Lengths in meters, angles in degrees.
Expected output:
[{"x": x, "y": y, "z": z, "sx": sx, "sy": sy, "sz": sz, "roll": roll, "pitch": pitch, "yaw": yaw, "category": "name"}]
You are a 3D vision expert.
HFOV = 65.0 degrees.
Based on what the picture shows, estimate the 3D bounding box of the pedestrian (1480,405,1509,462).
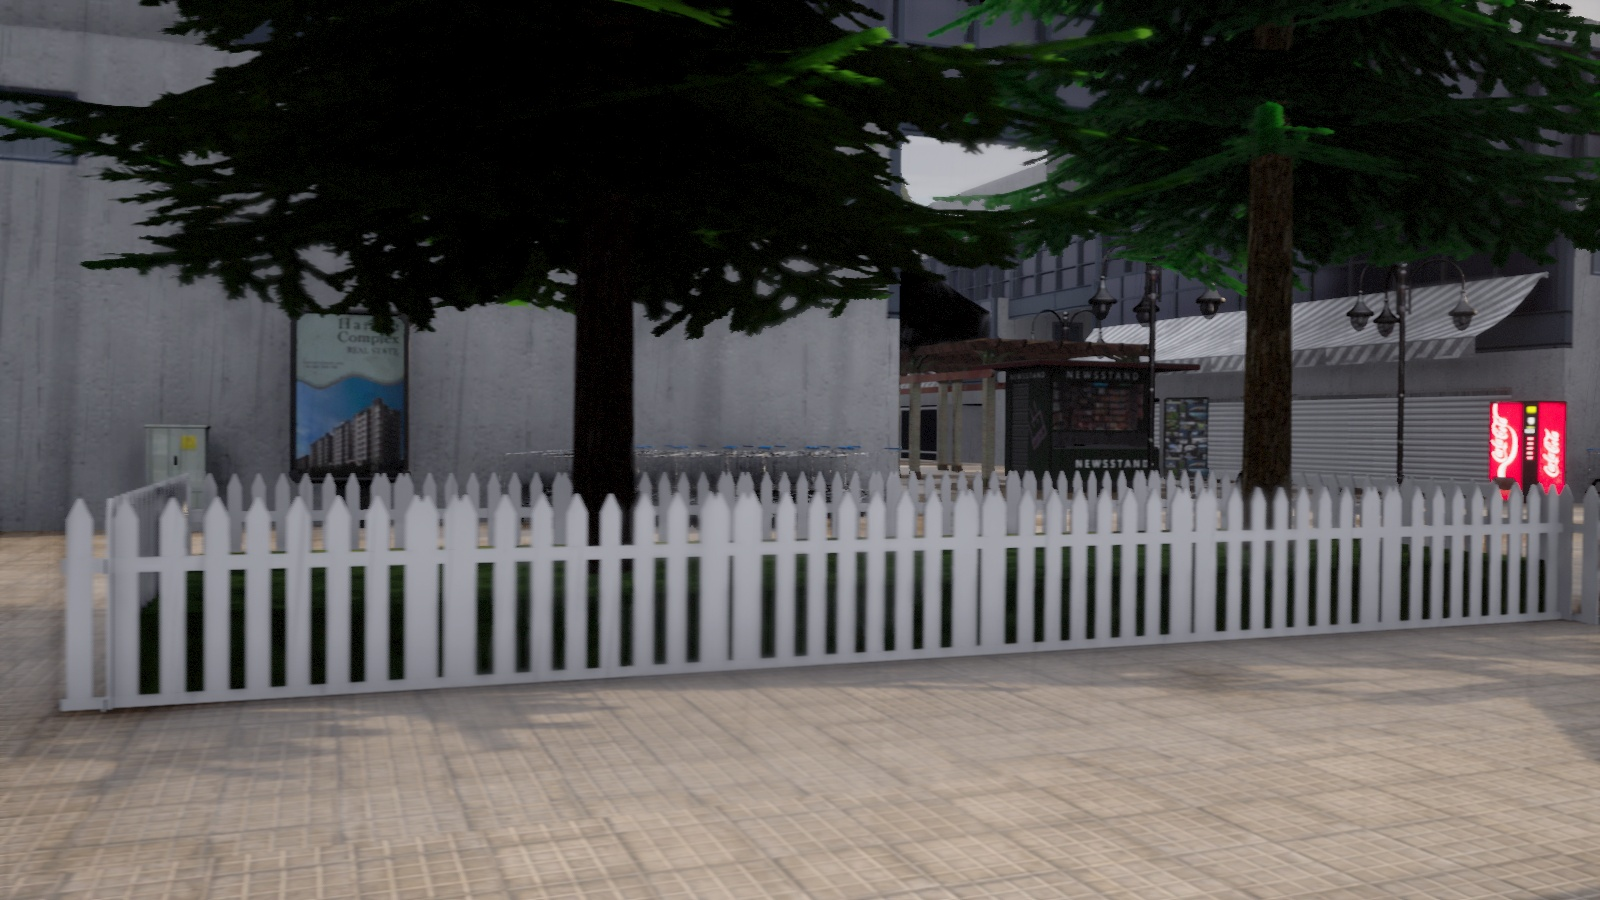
[{"x": 23.767, "y": -0.565, "z": 42.984, "sx": 0.423, "sy": 1.949, "sz": 0.788, "roll": -1, "pitch": 1, "yaw": -16, "category": "pedestrian"}]
